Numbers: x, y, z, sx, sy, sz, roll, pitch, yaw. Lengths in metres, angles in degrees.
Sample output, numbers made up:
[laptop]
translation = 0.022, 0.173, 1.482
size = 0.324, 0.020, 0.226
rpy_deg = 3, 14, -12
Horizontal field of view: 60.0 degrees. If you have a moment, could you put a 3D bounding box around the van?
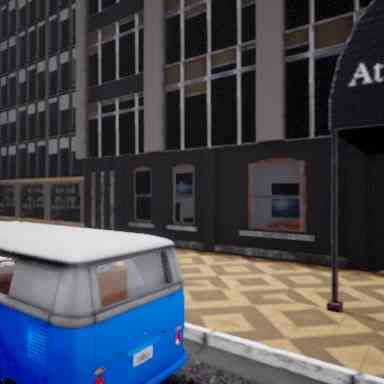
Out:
[van]
translation = -1.978, 1.341, 4.280
size = 3.998, 1.788, 1.690
rpy_deg = 0, 0, 35
